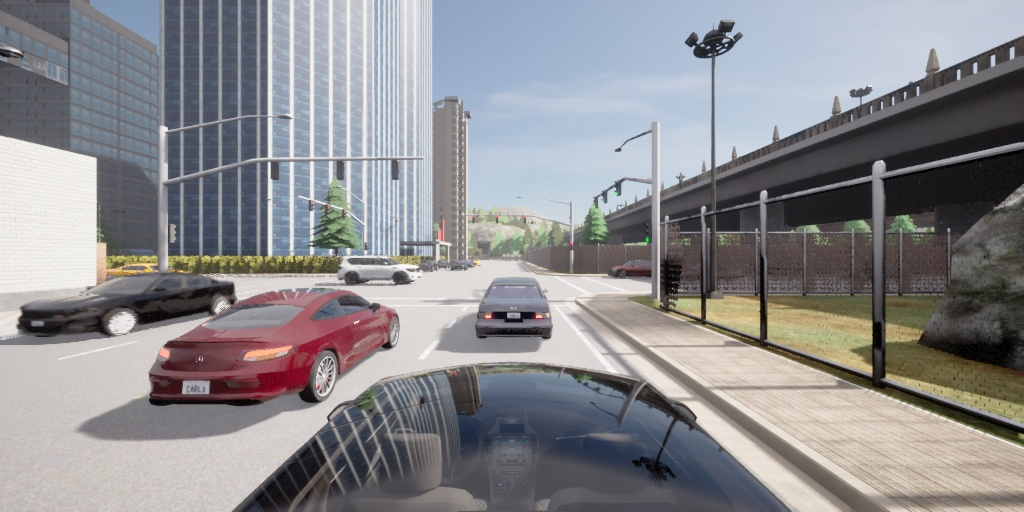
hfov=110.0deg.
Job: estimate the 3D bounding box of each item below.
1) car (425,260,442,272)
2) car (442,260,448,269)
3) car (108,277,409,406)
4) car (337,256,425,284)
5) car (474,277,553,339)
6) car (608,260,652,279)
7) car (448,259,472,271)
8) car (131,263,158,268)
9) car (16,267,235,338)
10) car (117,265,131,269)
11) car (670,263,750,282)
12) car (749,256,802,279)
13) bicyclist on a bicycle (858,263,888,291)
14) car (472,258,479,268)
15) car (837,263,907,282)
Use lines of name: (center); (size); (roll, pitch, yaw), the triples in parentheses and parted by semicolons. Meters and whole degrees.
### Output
car: (-10.685, 1.255, 45.791); (1.837, 1.490, 4.892); (0, 0, 0)
car: (-10.700, 1.276, 55.030); (1.812, 1.442, 4.674); (0, 0, 0)
car: (-3.450, 1.276, 6.231); (1.812, 1.442, 4.674); (0, 0, 0)
car: (-9.357, 1.001, 25.396); (5.566, 2.045, 2.150); (0, 0, 0)
car: (0.078, 1.297, 10.052); (2.033, 1.411, 5.357); (0, 0, 1)
car: (11.196, 1.157, 32.746); (4.553, 1.767, 2.097); (0, 0, 2)
car: (-7.186, 1.314, 49.565); (1.994, 1.385, 4.181); (0, 0, 0)
car: (-25.542, 1.283, 25.327); (5.008, 1.535, 1.882); (0, 0, 0)
car: (-10.559, 1.227, 10.448); (1.882, 1.535, 5.008); (0, 0, -1)
car: (-27.099, 1.353, 21.820); (5.357, 1.411, 2.033); (0, 0, 0)
car: (15.835, 1.353, 29.203); (5.357, 1.411, 2.033); (0, 0, 0)
car: (23.162, 1.028, 32.735); (5.566, 2.045, 2.150); (0, 0, 0)
bicyclist on a bicycle: (18.264, 1.106, 18.231); (0.582, 1.620, 1.656); (0, 0, 0)
car: (-7.193, 1.297, 58.802); (2.033, 1.411, 5.357); (0, 0, 0)
car: (29.326, 1.296, 29.253); (4.902, 1.511, 2.128); (0, 0, 0)
